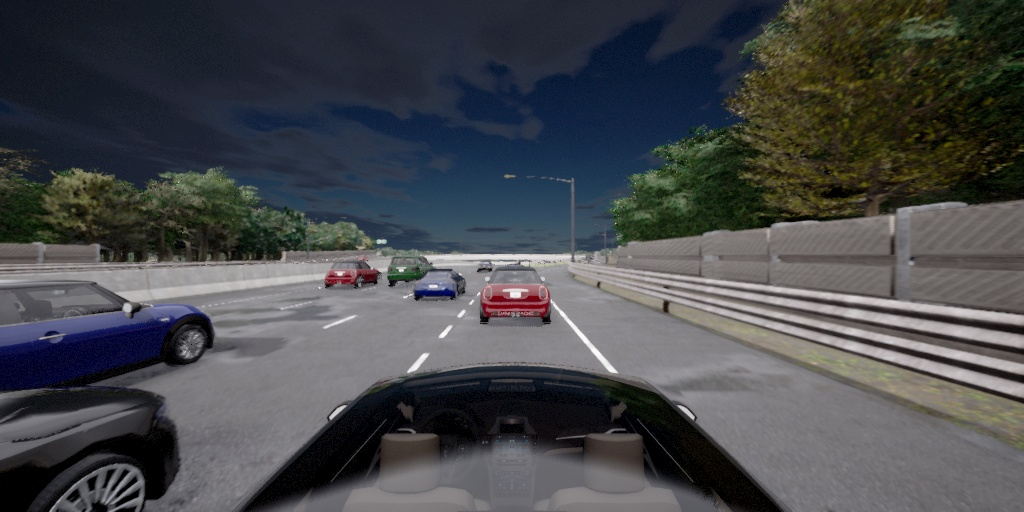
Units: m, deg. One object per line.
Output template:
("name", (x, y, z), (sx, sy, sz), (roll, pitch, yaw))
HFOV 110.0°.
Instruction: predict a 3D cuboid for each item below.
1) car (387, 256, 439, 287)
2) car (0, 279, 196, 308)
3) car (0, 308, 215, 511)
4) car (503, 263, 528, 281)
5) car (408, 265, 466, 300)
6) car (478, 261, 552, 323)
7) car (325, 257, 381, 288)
("car", (-6.899, 0.996, 25.045), (2.150, 2.045, 5.566), (0, 0, 0))
("car", (-6.900, 1.106, 5.159), (2.097, 1.767, 4.553), (0, 0, 0))
("car", (-3.500, 1.240, 0.762), (2.128, 1.511, 4.902), (0, 0, 0))
("car", (0.380, 1.341, 31.743), (1.994, 1.385, 4.181), (0, 0, 3))
("car", (-3.499, 1.331, 17.969), (1.994, 1.385, 4.181), (0, 0, 0))
("car", (0.101, 1.113, 12.237), (2.097, 1.767, 4.553), (0, 0, 0))
("car", (-10.399, 1.125, 23.810), (2.097, 1.767, 4.553), (0, 0, 0))
